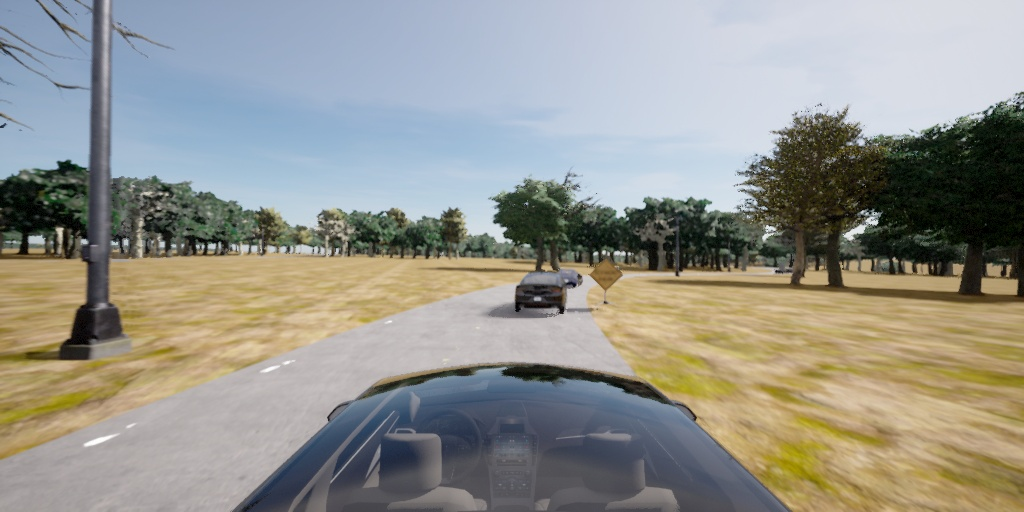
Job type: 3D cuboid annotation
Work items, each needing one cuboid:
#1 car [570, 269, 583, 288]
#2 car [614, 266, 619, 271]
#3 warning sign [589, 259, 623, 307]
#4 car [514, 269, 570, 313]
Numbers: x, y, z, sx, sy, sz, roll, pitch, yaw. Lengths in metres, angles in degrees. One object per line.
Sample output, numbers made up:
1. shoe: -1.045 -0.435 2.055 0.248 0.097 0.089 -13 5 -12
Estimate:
1. car: 4.489 1.737 28.590 1.994 1.385 4.181 0 -1 18
2. car: 15.958 2.382 58.443 2.128 1.511 4.902 0 -1 36
3. warning sign: 3.719 1.033 14.301 1.300 1.860 1.060 0 0 9
4. car: 1.333 1.396 15.089 1.882 1.535 5.008 0 -1 10
